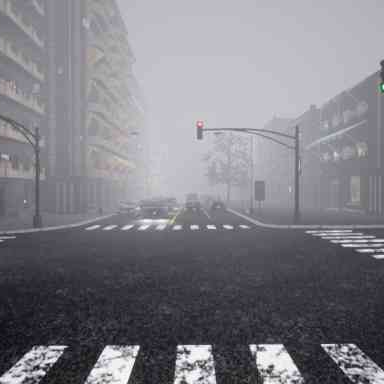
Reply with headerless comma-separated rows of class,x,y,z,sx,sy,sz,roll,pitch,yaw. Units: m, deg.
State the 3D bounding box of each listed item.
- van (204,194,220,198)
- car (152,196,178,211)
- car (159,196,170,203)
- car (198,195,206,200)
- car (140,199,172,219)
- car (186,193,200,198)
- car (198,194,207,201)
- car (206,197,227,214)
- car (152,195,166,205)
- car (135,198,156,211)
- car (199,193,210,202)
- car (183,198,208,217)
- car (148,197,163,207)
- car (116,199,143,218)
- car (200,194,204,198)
van,2.685,1.323,41.197,1.690,1.788,3.998,0,0,0
car,-3.099,1.531,38.645,2.033,1.411,5.357,0,0,0
car,-5.693,1.544,68.872,1.802,1.307,4.206,0,0,0
car,2.687,1.486,90.998,1.887,1.381,4.507,0,0,0
car,-3.109,1.553,29.298,1.994,1.385,4.181,0,0,-1
car,0.099,1.193,59.205,2.150,2.045,5.566,0,0,0
car,2.686,1.387,85.465,1.967,1.590,4.097,0,0,0
car,2.687,1.551,35.663,1.947,1.339,4.313,0,0,0
car,-5.695,1.411,57.804,1.967,1.590,4.097,0,0,0
car,-5.693,1.527,41.204,1.887,1.381,4.507,0,0,0
car,2.685,1.273,74.398,2.192,1.841,5.009,0,0,0
car,0.145,1.535,31.432,2.033,1.411,5.357,0,0,-1
car,-5.693,1.557,52.271,1.802,1.307,4.206,0,0,0
car,-5.694,1.539,30.137,2.008,1.369,4.403,0,0,0
car,2.686,1.415,52.264,1.967,1.590,4.097,0,0,0
